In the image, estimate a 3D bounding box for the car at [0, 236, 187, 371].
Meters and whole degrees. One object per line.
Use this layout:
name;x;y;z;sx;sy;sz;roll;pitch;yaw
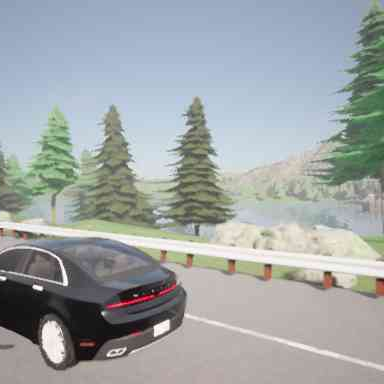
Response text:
car;-2.343;1.533;5.776;4.892;1.490;1.837;0;0;36
